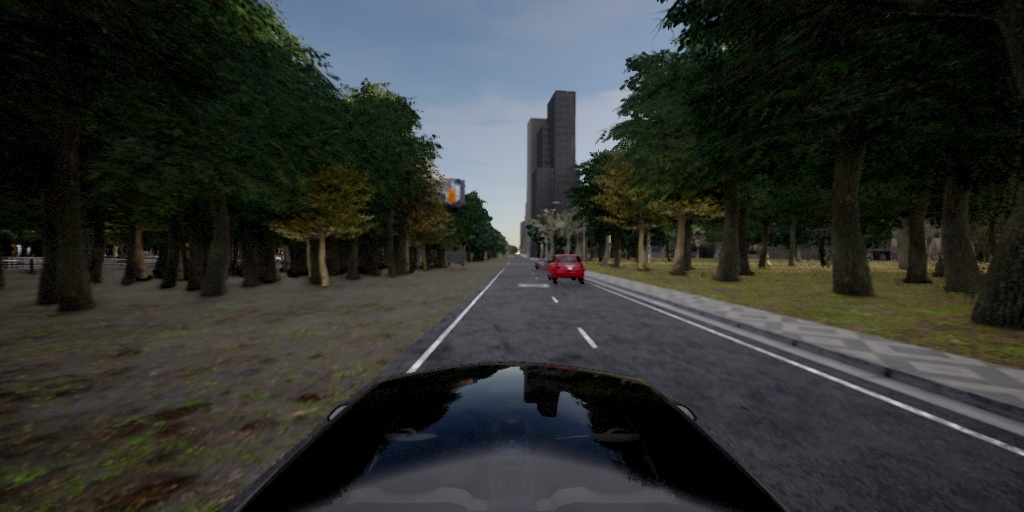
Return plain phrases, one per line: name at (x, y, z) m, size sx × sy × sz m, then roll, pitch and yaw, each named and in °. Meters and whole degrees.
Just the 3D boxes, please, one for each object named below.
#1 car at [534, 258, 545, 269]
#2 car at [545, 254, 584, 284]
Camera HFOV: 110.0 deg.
car at (4.233, 1.070, 50.796) m, size 2.128 × 1.511 × 4.902 m, roll 0°, pitch 0°, yaw 1°
car at (3.912, 0.896, 26.566) m, size 2.150 × 2.045 × 5.566 m, roll 0°, pitch 0°, yaw 1°
